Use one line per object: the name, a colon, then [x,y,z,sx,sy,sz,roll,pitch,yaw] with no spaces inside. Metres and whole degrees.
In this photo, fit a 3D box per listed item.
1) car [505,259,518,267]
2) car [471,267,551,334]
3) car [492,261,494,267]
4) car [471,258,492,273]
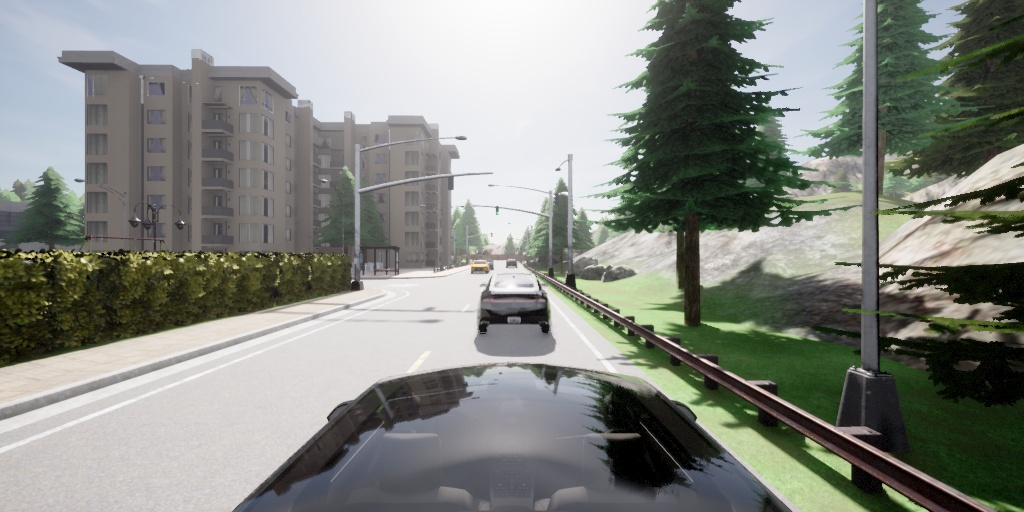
car: [-0.068,1.263,63.108,1.837,1.490,4.892,0,0,0]
car: [0.057,1.243,10.612,2.128,1.511,4.902,0,0,0]
car: [-3.721,1.109,51.909,2.097,1.767,4.553,0,0,0]
car: [-3.704,1.233,42.298,1.882,1.535,5.008,0,0,0]
